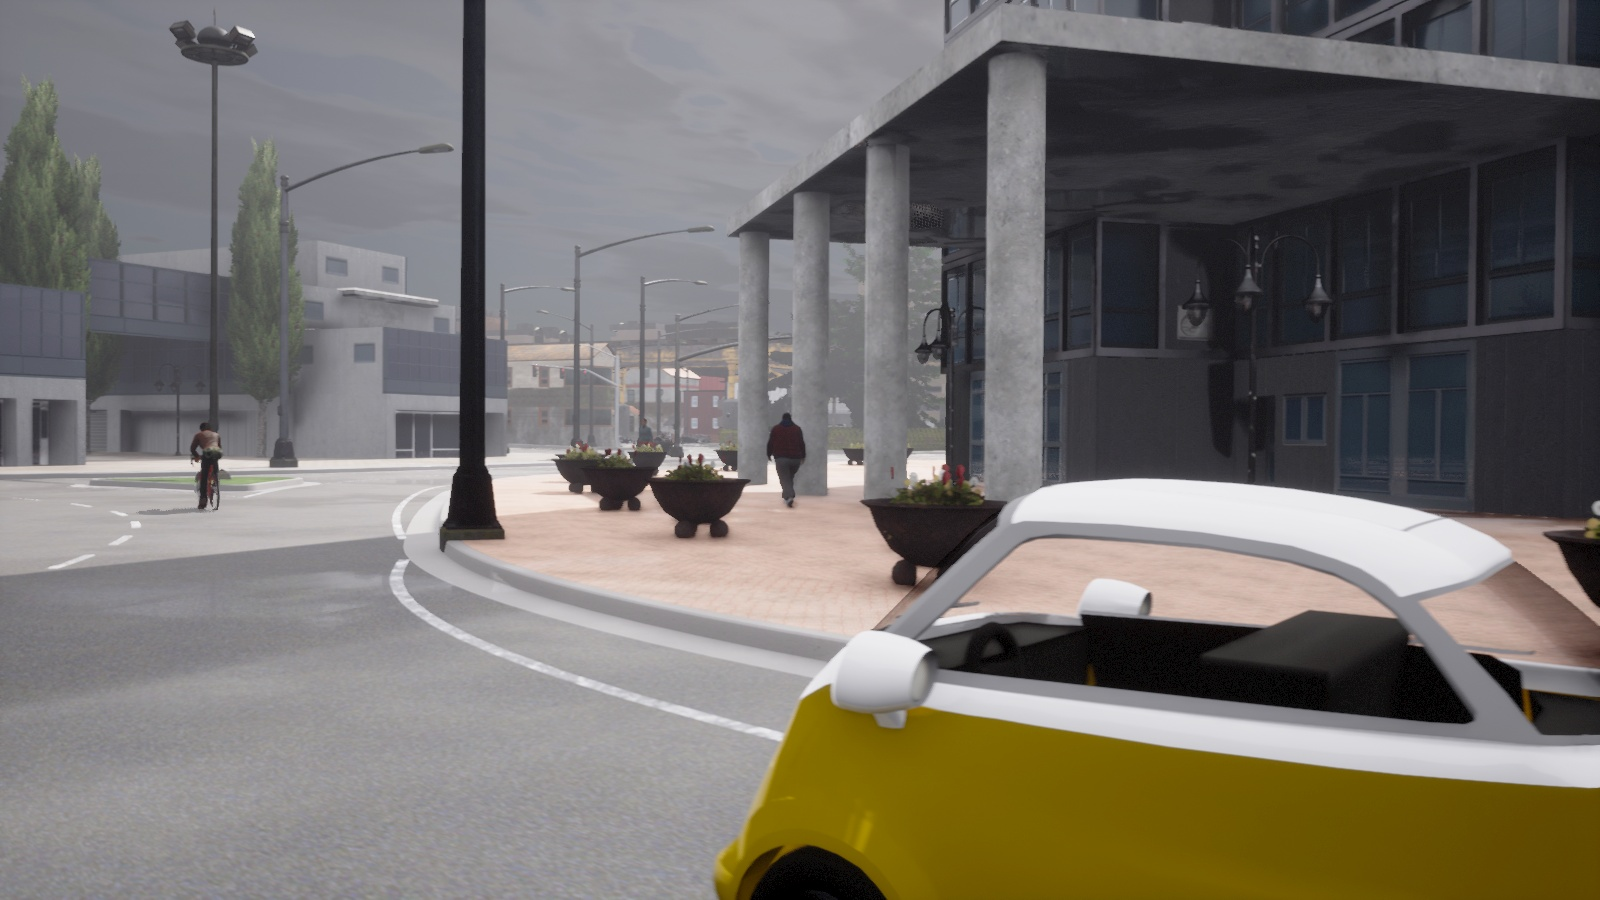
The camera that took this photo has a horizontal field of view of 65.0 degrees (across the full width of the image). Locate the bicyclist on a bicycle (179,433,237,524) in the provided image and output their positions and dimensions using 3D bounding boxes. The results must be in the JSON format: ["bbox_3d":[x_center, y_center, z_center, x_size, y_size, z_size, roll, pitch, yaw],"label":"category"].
[{"bbox_3d":[-11.005,0.506,23.323,0.582,1.620,1.656,-2,1,-38],"label":"bicyclist on a bicycle"}]

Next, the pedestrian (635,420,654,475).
[{"bbox_3d":[-5.263,-0.079,42.490,0.353,1.847,0.614,0,1,24],"label":"pedestrian"}]

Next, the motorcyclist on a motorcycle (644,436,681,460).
[{"bbox_3d":[-8.806,-0.149,80.495,2.191,1.530,0.866,0,1,24],"label":"motorcyclist on a motorcycle"}]

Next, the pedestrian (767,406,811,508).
[{"bbox_3d":[-0.217,0.116,23.320,0.634,1.844,0.899,-1,1,-12],"label":"pedestrian"}]

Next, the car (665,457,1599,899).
[{"bbox_3d":[0.997,0.737,3.057,2.207,1.376,1.481,1,1,36],"label":"car"}]
